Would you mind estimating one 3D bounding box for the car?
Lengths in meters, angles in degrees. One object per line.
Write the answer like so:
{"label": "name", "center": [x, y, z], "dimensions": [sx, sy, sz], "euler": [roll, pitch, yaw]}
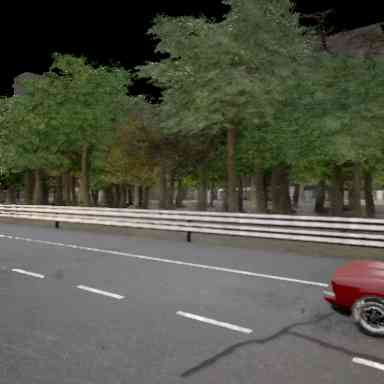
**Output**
{"label": "car", "center": [4.551, 1.602, 4.922], "dimensions": [4.718, 1.301, 1.895], "euler": [0, 0, 35]}
